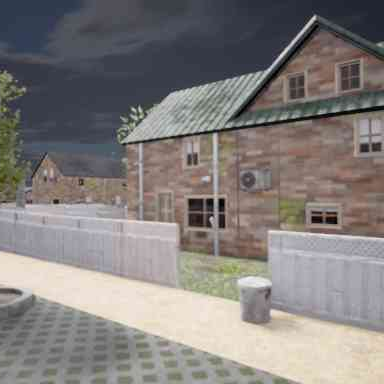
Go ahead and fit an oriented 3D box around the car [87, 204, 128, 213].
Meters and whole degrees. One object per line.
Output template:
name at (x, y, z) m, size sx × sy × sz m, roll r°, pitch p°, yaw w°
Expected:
car at (-7.609, 1.872, 30.789) m, size 2.097 × 1.767 × 4.553 m, roll -1°, pitch -2°, yaw 35°
